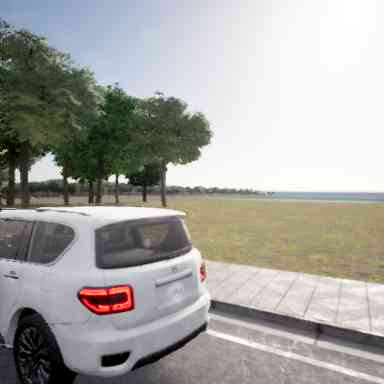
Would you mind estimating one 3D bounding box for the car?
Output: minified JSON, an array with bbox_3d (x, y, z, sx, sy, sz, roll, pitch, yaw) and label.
[{"bbox_3d":[-2.371,1.239,5.374,5.566,2.045,2.150,-1,0,36],"label":"car"}]
